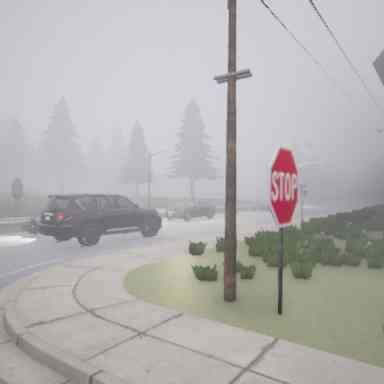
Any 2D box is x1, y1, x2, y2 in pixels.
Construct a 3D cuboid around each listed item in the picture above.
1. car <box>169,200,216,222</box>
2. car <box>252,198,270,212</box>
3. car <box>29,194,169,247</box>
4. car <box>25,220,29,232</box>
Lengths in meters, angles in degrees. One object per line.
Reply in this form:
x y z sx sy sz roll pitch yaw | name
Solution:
-0.062 1.334 25.201 2.128 1.511 4.902 1 0 36 | car
8.202 1.372 36.334 1.812 1.442 4.674 1 1 36 | car
-3.804 1.097 14.753 2.150 2.045 5.566 0 0 39 | car
-6.156 1.405 16.976 1.994 1.385 4.181 1 0 37 | car
